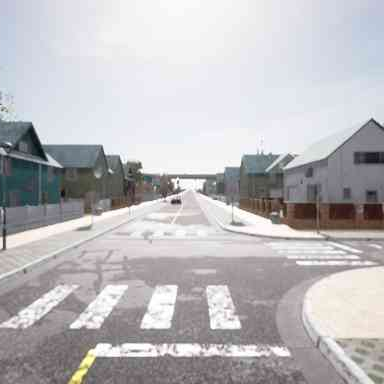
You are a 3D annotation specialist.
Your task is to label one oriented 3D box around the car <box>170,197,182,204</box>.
[{"bbox_3d":[-2.872,1.562,60.449,1.895,1.301,4.718,0,0,0],"label":"car"}]
